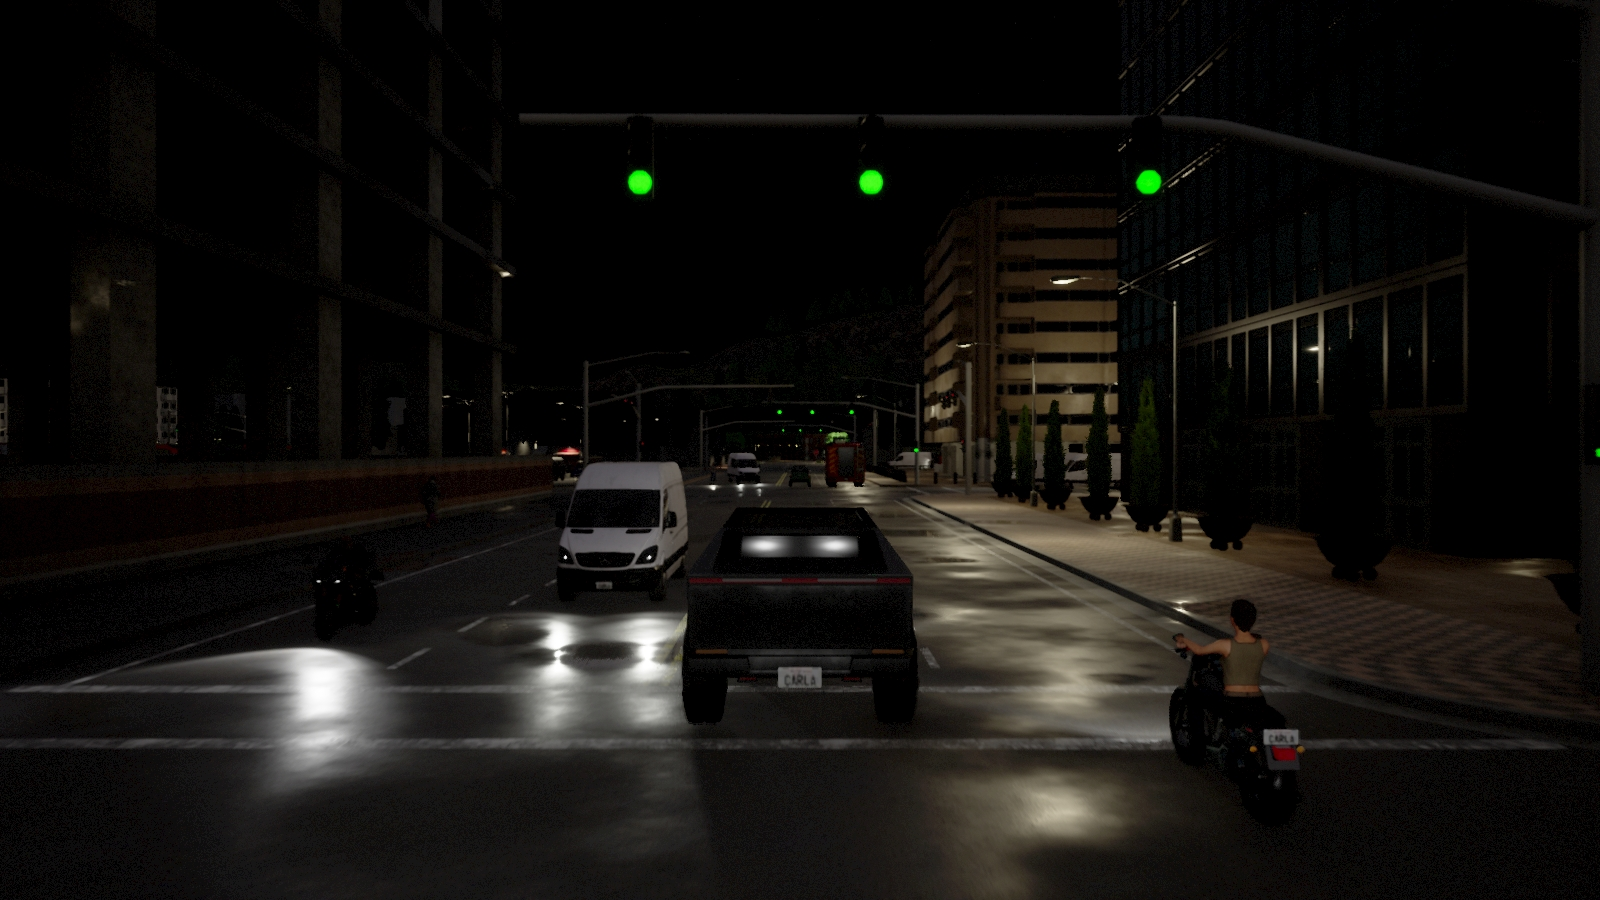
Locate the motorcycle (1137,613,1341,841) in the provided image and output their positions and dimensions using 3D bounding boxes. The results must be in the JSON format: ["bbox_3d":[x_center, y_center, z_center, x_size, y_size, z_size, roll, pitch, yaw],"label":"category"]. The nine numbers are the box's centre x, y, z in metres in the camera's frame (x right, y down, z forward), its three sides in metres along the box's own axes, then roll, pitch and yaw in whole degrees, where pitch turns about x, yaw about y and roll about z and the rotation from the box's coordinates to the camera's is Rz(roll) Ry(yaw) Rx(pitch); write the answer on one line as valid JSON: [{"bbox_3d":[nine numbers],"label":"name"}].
[{"bbox_3d":[3.500,2.157,9.378,0.764,1.307,2.356,0,0,0],"label":"motorcycle"}]

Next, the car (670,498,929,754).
[{"bbox_3d":[-0.003,1.756,13.684,2.390,2.098,6.274,0,0,0],"label":"car"}]

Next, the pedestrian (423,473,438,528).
[{"bbox_3d":[-12.541,1.704,38.821,0.375,1.860,0.375,0,0,3],"label":"pedestrian"}]

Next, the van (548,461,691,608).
[{"bbox_3d":[-3.500,1.539,23.309,1.988,2.561,5.915,0,0,0],"label":"van"}]
